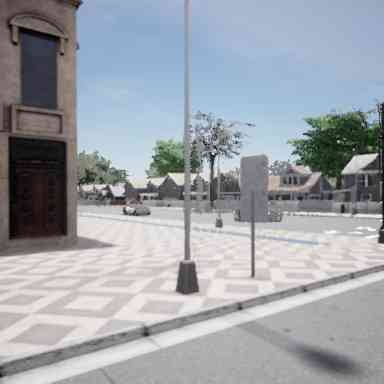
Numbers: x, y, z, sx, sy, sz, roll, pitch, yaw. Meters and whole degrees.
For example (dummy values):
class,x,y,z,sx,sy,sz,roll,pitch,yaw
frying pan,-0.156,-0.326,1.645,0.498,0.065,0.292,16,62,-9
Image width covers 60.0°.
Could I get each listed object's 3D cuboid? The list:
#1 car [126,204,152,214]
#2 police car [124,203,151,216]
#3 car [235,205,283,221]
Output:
class,x,y,z,sx,sy,sz,roll,pitch,yaw
car,-8.088,2.504,50.185,1.895,1.301,4.718,0,-1,-35
police car,-7.106,2.302,43.337,2.038,1.542,4.974,0,-1,-36
car,6.048,1.790,30.520,2.097,1.767,4.553,0,-1,-36
